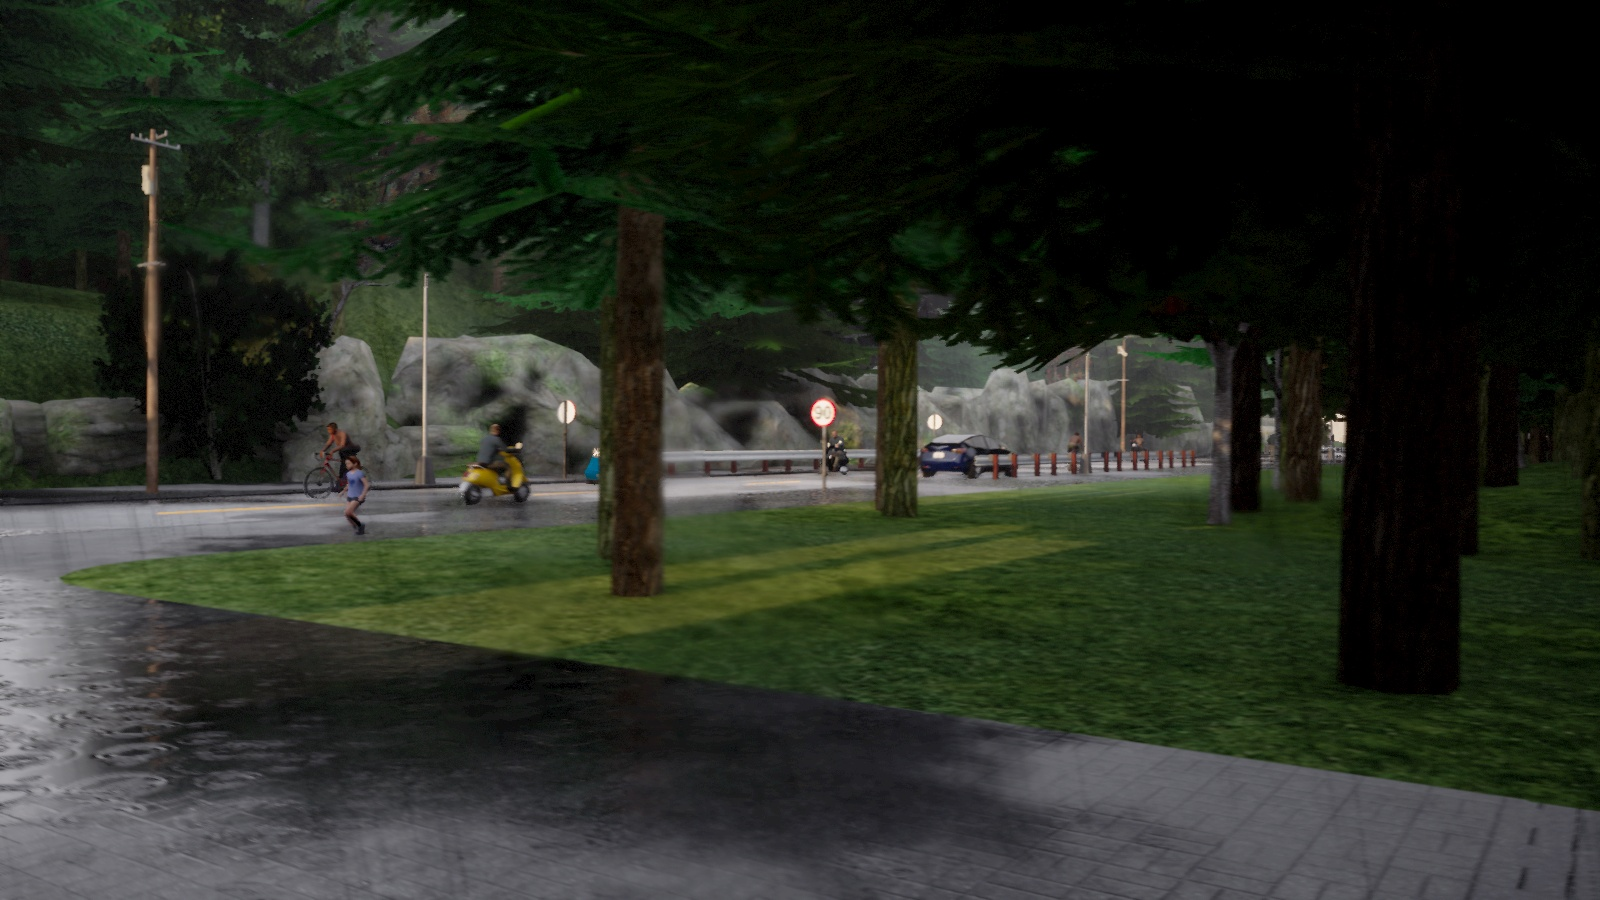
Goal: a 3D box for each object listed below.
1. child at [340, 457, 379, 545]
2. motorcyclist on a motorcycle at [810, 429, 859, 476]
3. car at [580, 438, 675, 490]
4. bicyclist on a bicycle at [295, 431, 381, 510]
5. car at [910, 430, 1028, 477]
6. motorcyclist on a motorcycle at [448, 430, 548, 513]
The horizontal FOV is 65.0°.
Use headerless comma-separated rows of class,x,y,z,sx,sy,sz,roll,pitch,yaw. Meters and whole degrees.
child,-5.700,0.651,16.246,0.255,1.110,0.394,0,1,33
motorcyclist on a motorcycle,1.203,0.082,43.344,0.866,1.590,1.817,0,1,33
car,-4.698,0.360,34.349,1.481,1.376,2.207,0,1,33
bicyclist on a bicycle,-9.775,0.410,26.608,0.582,1.620,1.656,0,1,33
car,5.887,0.088,43.192,2.163,1.488,4.792,0,1,33
motorcyclist on a motorcycle,-6.000,0.397,25.059,0.866,1.590,1.817,0,1,33
